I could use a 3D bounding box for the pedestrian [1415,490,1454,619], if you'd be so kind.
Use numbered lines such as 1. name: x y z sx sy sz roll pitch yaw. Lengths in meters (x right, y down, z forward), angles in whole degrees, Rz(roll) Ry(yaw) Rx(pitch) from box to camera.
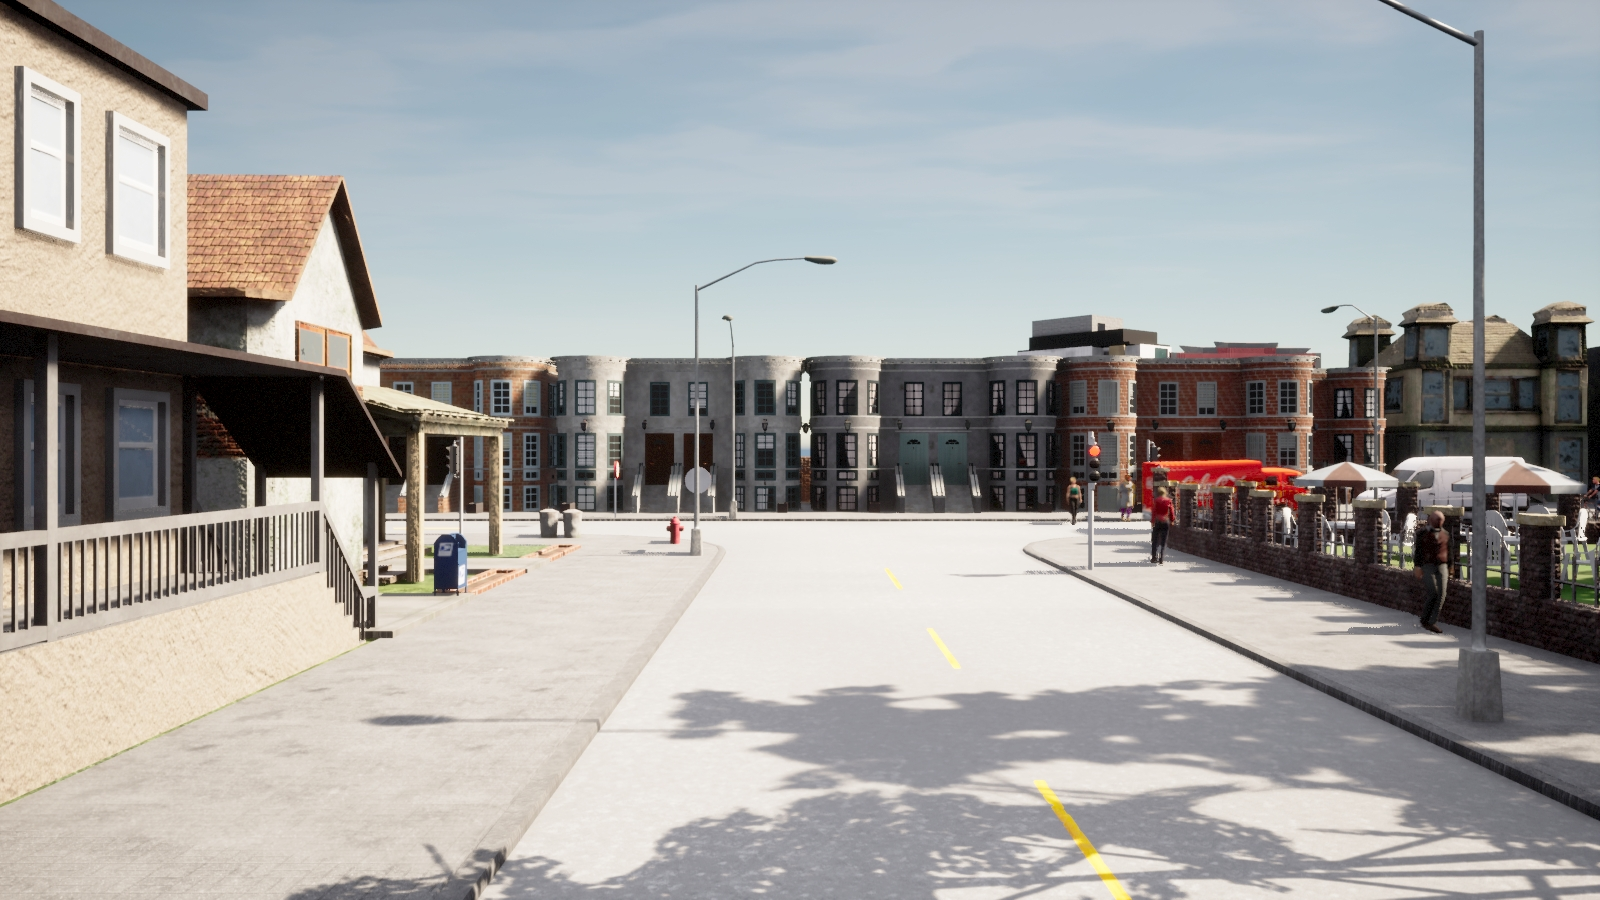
1. pedestrian: 9.322 1.523 16.790 0.375 1.860 0.375 0 0 3

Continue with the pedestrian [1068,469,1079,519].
1. pedestrian: 10.184 1.629 42.535 0.375 1.860 0.375 0 0 12

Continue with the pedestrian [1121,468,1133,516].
1. pedestrian: 12.712 1.629 44.443 0.375 1.860 0.375 0 0 4

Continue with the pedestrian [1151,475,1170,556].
1. pedestrian: 8.417 1.516 26.687 0.375 1.860 0.375 0 0 7

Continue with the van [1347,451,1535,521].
1. van: 23.901 1.314 42.744 5.915 2.561 1.988 0 0 0

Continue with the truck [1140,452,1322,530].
1. truck: 14.561 1.360 38.880 5.204 2.467 2.627 -1 0 1
